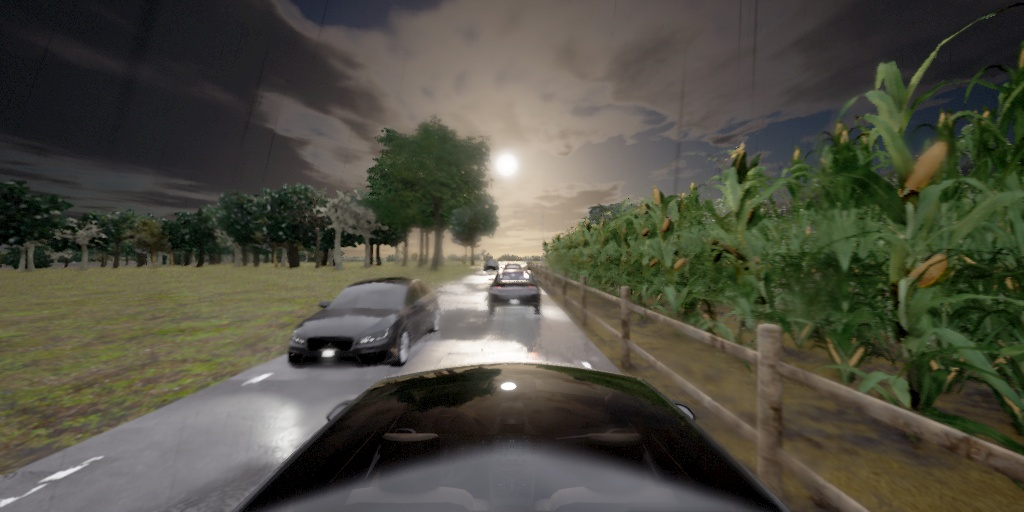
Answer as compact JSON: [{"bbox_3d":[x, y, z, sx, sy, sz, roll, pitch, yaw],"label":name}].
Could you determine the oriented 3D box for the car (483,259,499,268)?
[{"bbox_3d":[-2.847,1.289,50.469,2.097,1.767,4.553,0,0,0],"label":"car"}]

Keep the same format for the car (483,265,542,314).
[{"bbox_3d":[0.097,1.276,13.967,2.128,1.511,4.902,0,0,0],"label":"car"}]

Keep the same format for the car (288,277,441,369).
[{"bbox_3d":[-2.852,1.271,8.000,1.837,1.490,4.892,0,0,0],"label":"car"}]
